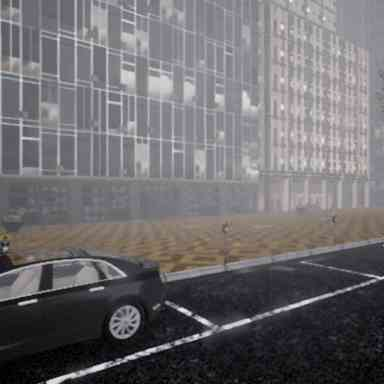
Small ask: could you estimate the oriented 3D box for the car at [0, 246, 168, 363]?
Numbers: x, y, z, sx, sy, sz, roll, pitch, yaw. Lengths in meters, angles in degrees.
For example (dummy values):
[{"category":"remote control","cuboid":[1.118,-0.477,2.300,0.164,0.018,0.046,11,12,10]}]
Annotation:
[{"category":"car","cuboid":[-2.459,1.550,4.805,4.403,1.369,2.008,0,0,-35]}]
